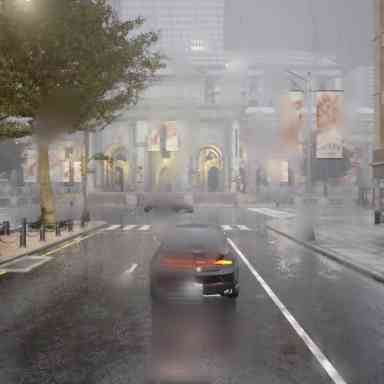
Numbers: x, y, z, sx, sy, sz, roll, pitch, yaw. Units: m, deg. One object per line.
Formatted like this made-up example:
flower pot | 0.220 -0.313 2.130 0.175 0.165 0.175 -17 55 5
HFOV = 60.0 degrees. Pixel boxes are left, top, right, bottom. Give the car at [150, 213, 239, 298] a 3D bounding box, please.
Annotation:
car | 0.061 1.505 8.519 1.837 1.490 4.892 0 0 0

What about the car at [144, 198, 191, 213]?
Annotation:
car | -2.640 1.477 36.338 5.008 1.535 1.882 0 0 0

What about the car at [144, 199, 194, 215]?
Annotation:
car | -2.264 1.505 32.836 4.892 1.490 1.837 0 0 0
